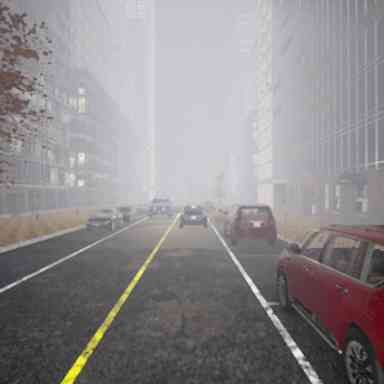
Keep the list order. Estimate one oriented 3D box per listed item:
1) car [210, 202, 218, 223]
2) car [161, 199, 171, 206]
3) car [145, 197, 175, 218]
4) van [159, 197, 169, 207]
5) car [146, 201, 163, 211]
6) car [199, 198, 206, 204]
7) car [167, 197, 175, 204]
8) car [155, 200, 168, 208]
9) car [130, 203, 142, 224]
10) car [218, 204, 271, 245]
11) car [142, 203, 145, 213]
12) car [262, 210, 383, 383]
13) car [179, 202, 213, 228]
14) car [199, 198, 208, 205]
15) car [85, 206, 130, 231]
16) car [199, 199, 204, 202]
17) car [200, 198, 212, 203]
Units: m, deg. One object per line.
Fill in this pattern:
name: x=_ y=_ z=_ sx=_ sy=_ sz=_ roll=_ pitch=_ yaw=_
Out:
car: x=2.705 y=1.797 z=27.784 sx=1.752 sy=1.417 sz=4.829 roll=0 pitch=-1 yaw=0
car: x=-5.656 y=2.268 z=73.166 sx=1.802 sy=1.307 sz=4.206 roll=0 pitch=-1 yaw=0
car: x=-3.084 y=1.551 z=33.929 sx=2.150 sy=2.045 sz=5.566 roll=0 pitch=-1 yaw=0
van: x=-5.657 y=1.977 z=67.476 sx=1.690 sy=1.788 sz=3.998 roll=0 pitch=-1 yaw=0
car: x=-5.666 y=2.032 z=50.398 sx=2.008 sy=1.369 sz=4.403 roll=0 pitch=-1 yaw=0
car: x=2.732 y=2.418 z=90.223 sx=1.802 sy=1.307 sz=4.206 roll=0 pitch=0 yaw=0
car: x=-5.648 y=2.276 z=90.242 sx=1.967 sy=1.590 sz=4.097 roll=0 pitch=0 yaw=0
car: x=-5.661 y=2.129 z=61.782 sx=1.887 sy=1.381 sz=4.507 roll=0 pitch=-1 yaw=0
car: x=-5.676 y=1.836 z=27.630 sx=1.947 sy=1.339 sz=4.313 roll=0 pitch=-1 yaw=0
car: x=2.701 y=1.476 z=16.233 sx=2.192 sy=1.841 sz=5.009 roll=0 pitch=-1 yaw=0
car: x=-5.670 y=1.959 z=39.012 sx=1.802 sy=1.307 sz=4.206 roll=0 pitch=-1 yaw=0
car: x=2.696 y=1.365 z=4.849 sx=2.192 sy=1.841 sz=5.009 roll=0 pitch=-1 yaw=0
car: x=0.111 y=1.743 z=24.375 sx=2.163 sy=1.488 sz=4.792 roll=0 pitch=-1 yaw=0
car: x=2.728 y=2.177 z=78.841 sx=1.967 sy=1.590 sz=4.097 roll=0 pitch=-1 yaw=0
car: x=-5.678 y=1.767 z=21.938 sx=2.008 sy=1.369 sz=4.403 roll=0 pitch=-1 yaw=0
car: x=0.117 y=1.962 z=41.337 sx=1.994 sy=1.385 sz=4.181 roll=0 pitch=-1 yaw=0
car: x=2.718 y=2.099 z=56.074 sx=1.947 sy=1.339 sz=4.313 roll=0 pitch=-1 yaw=0
